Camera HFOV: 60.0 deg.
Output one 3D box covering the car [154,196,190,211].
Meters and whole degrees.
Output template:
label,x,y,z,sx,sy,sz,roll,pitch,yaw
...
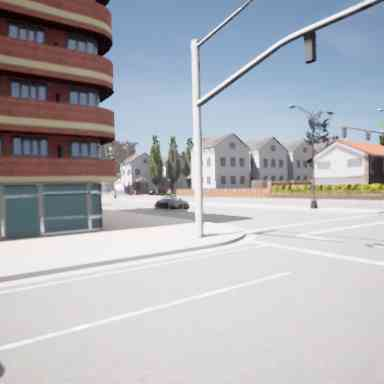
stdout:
label,x,y,z,sx,sy,sz,roll,pitch,yaw
car,-1.962,1.115,31.898,1.994,1.385,4.181,-2,2,-34
